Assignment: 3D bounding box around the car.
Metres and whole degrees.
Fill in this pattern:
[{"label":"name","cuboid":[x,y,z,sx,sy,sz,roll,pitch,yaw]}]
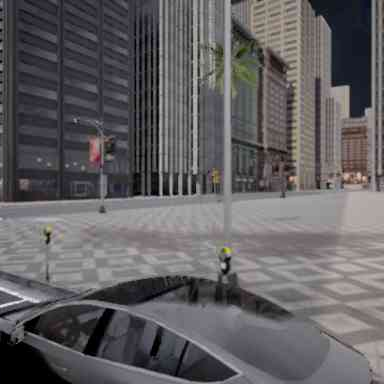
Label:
[{"label":"car","cuboid":[-0.566,1.554,3.371,4.313,1.339,1.947,0,0,36]}]
